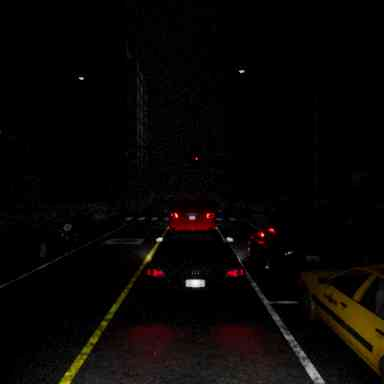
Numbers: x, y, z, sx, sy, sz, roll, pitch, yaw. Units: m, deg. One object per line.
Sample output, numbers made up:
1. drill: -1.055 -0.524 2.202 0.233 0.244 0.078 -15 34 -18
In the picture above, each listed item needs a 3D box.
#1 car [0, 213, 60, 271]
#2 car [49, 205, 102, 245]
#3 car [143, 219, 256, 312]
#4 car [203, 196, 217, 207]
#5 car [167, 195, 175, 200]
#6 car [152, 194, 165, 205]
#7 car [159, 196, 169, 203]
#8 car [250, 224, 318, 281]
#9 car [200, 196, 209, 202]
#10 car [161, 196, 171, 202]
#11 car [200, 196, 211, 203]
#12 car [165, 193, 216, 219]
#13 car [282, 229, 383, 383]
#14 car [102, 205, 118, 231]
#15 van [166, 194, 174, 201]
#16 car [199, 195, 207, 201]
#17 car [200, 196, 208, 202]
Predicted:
1. car: -5.756 1.543 9.681 1.887 1.381 4.507 0 0 0
2. car: -5.752 1.438 15.139 1.967 1.590 4.097 0 0 0
3. car: 0.065 1.563 7.807 1.994 1.385 4.181 0 0 0
4. car: 2.802 1.442 52.559 1.967 1.590 4.097 0 0 0
5. car: -5.693 1.569 90.629 2.008 1.369 4.403 0 0 0
6. car: -5.719 1.318 58.003 2.192 1.841 5.009 0 0 0
7. car: -5.710 1.589 68.878 1.802 1.307 4.206 0 0 0
8. car: 2.769 1.564 9.677 1.947 1.339 4.313 0 0 0
9. car: 2.819 1.554 74.309 1.887 1.381 4.507 0 0 0
10. car: -5.706 1.535 74.146 1.752 1.417 4.829 0 0 0
11. car: 2.815 1.558 68.871 2.008 1.369 4.403 0 0 0
12. car: 0.017 1.219 17.227 2.150 2.045 5.566 0 0 0
13. car: 2.765 1.525 4.390 1.752 1.417 4.829 0 0 0
14. car: -5.748 1.523 20.425 1.752 1.417 4.829 0 0 0
15. van: -5.698 1.356 85.191 1.690 1.788 3.998 0 0 0
16. car: 2.828 1.540 85.354 1.752 1.417 4.829 0 0 0
17. car: 2.823 1.557 79.747 1.887 1.381 4.507 0 0 0
